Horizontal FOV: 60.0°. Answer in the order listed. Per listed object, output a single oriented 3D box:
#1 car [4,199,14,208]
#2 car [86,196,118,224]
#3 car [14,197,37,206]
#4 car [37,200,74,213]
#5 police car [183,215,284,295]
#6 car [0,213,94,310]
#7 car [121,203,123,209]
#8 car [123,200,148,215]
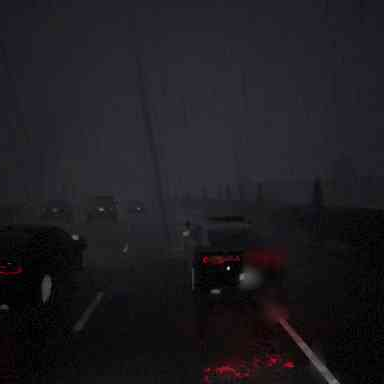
[{"bbox_3d":[-29.761,1.840,55.608,2.033,1.411,5.357,0,0,-15],"label":"car"},{"bbox_3d":[-6.945,1.328,25.749,2.150,2.045,5.566,0,0,-14],"label":"car"},{"bbox_3d":[-24.545,1.605,49.747,2.097,1.767,4.553,0,0,-15],"label":"car"},{"bbox_3d":[-11.051,1.476,27.600,2.097,1.767,4.553,0,0,-14],"label":"car"},{"bbox_3d":[0.823,1.456,8.995,1.930,1.638,5.238,0,0,-5],"label":"police car"},{"bbox_3d":[-3.920,1.510,7.926,1.882,1.535,5.008,0,0,-4],"label":"car"},{"bbox_3d":[-8.681,1.789,45.655,1.895,1.301,4.718,0,0,-16],"label":"car"},{"bbox_3d":[-6.008,1.705,35.988,1.994,1.385,4.181,0,0,-15],"label":"car"}]
